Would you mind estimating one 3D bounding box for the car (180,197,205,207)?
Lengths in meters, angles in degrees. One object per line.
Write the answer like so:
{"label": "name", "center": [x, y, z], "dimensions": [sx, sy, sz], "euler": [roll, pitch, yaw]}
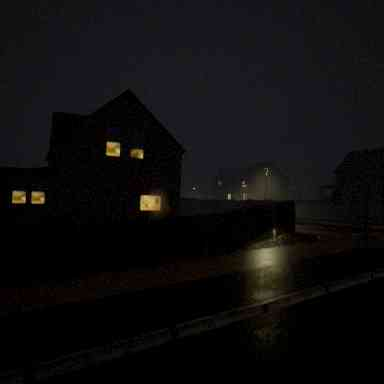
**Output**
{"label": "car", "center": [-0.099, 1.653, 39.096], "dimensions": [2.150, 2.045, 5.566], "euler": [3, -2, -23]}
